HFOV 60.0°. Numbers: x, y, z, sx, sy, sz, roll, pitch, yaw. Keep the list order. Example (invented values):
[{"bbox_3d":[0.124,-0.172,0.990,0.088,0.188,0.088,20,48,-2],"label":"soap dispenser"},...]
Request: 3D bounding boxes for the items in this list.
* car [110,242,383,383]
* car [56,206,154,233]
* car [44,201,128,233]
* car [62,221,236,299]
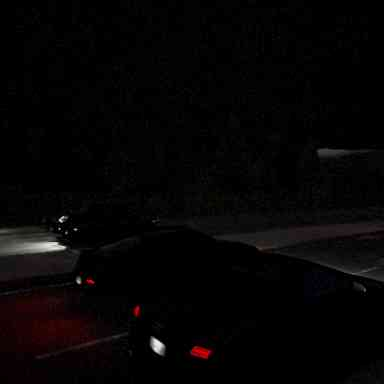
[{"bbox_3d":[1.268,1.571,4.624,4.181,1.385,1.994,0,0,-36],"label":"car"},{"bbox_3d":[-3.756,1.574,15.426,4.181,1.385,1.994,0,0,-35],"label":"car"},{"bbox_3d":[-5.430,1.363,18.529,4.553,1.767,2.097,0,0,-35],"label":"car"},{"bbox_3d":[-0.326,1.533,7.793,4.674,1.442,1.812,0,0,-36],"label":"car"}]
